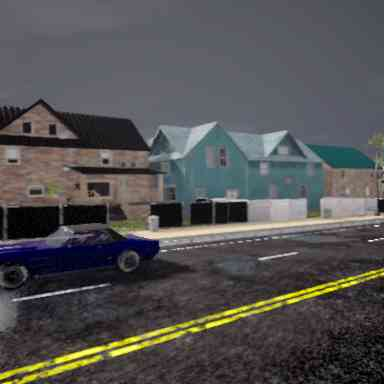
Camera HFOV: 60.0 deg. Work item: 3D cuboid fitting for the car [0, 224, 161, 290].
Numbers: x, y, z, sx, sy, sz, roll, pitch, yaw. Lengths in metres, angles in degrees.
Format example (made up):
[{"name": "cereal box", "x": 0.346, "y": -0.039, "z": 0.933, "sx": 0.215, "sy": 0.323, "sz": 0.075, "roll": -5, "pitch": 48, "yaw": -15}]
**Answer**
[{"name": "car", "x": -3.352, "y": 1.608, "z": 9.228, "sx": 4.718, "sy": 1.301, "sz": 1.895, "roll": 0, "pitch": 0, "yaw": -35}]
